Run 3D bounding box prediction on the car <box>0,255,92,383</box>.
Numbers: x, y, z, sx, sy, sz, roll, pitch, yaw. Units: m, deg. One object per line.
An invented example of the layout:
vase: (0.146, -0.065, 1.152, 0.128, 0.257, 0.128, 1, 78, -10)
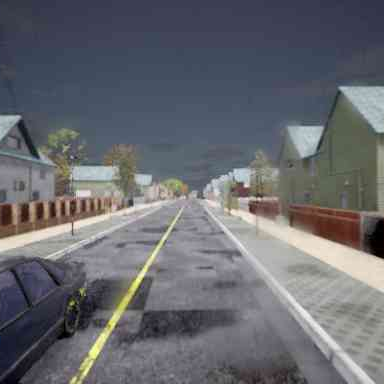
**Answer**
car: (-2.748, 1.554, 3.874, 2.033, 1.411, 5.357, 0, 0, 0)
